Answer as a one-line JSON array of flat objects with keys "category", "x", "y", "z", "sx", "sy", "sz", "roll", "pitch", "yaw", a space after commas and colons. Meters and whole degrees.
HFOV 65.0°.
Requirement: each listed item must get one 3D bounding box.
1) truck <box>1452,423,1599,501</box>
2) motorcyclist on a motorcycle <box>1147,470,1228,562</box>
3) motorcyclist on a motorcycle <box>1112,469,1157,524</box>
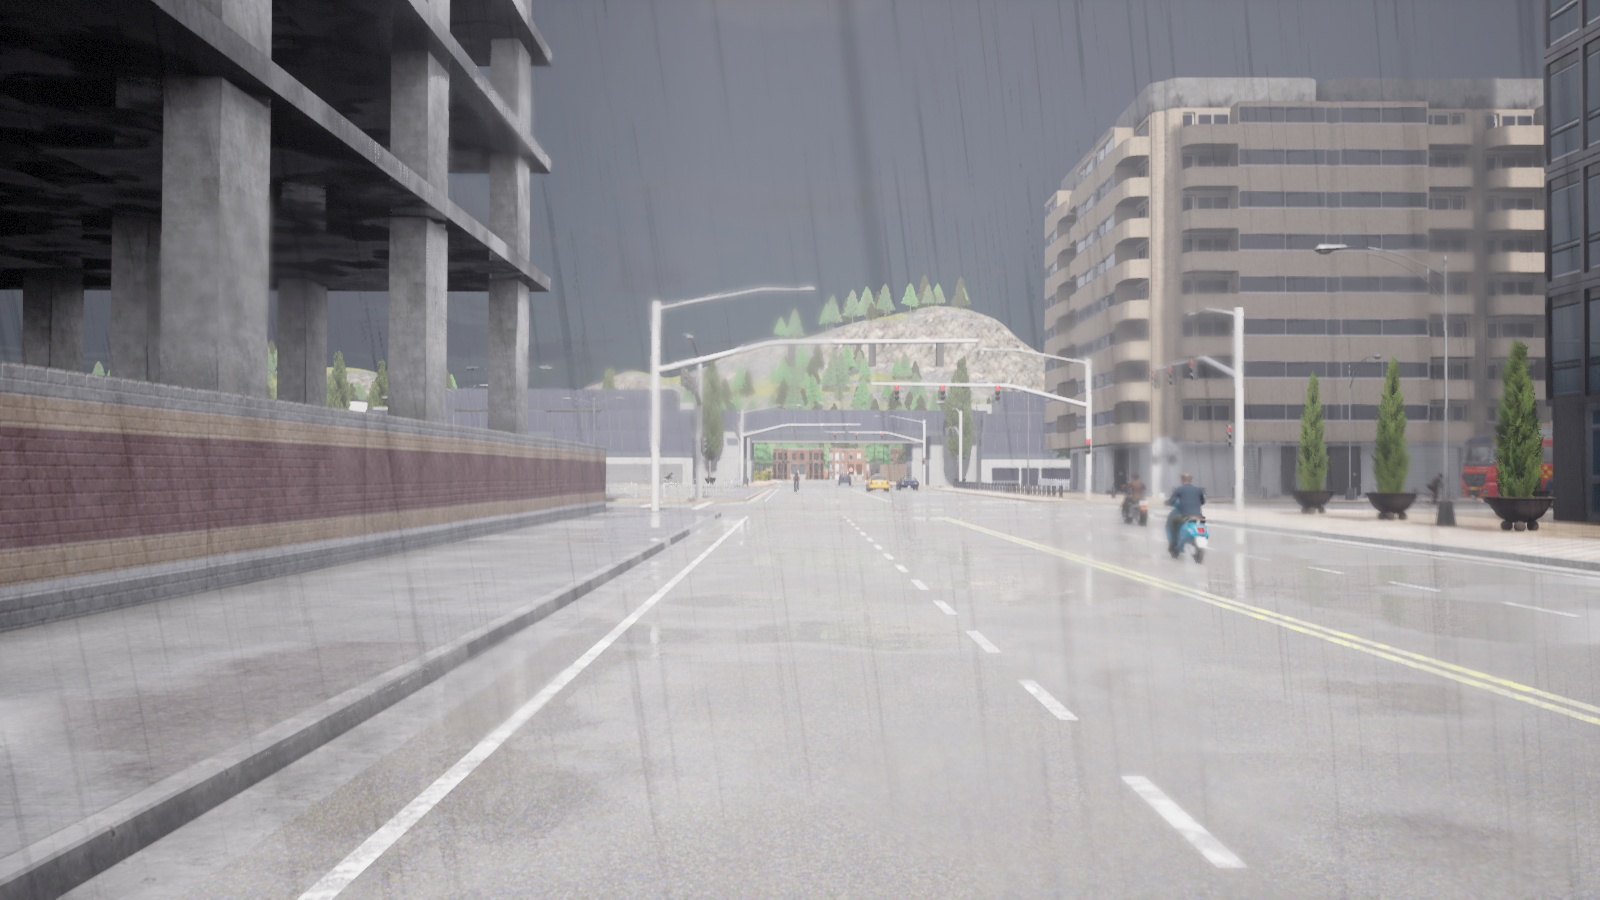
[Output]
[{"category": "truck", "x": 38.010, "y": 0.603, "z": 63.550, "sx": 8.468, "sy": 3.827, "sz": 2.891, "roll": 0, "pitch": -1, "yaw": 0}, {"category": "motorcyclist on a motorcycle", "x": 6.976, "y": 1.156, "z": 22.703, "sx": 0.866, "sy": 1.590, "sz": 1.817, "roll": 0, "pitch": -1, "yaw": -1}, {"category": "motorcyclist on a motorcycle", "x": 10.394, "y": 1.438, "z": 39.083, "sx": 0.766, "sy": 1.649, "sz": 2.350, "roll": 0, "pitch": -1, "yaw": 0}]
